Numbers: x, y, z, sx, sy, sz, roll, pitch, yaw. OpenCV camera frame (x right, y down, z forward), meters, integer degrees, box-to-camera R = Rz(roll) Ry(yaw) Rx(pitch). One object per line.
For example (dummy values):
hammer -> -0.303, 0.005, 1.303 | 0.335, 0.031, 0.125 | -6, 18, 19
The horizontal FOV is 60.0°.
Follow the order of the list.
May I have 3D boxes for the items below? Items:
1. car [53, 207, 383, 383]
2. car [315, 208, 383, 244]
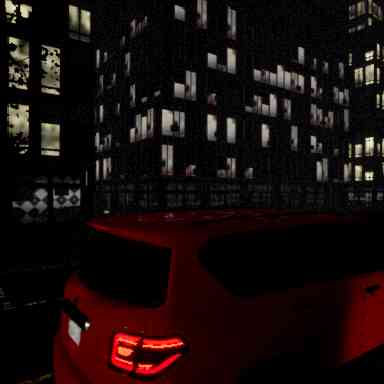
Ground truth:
car -> 1.211, 1.223, 4.297 | 5.566, 2.045, 2.150 | 0, 0, -36
car -> 8.140, 1.563, 16.226 | 4.313, 1.339, 1.947 | 0, 0, -36
